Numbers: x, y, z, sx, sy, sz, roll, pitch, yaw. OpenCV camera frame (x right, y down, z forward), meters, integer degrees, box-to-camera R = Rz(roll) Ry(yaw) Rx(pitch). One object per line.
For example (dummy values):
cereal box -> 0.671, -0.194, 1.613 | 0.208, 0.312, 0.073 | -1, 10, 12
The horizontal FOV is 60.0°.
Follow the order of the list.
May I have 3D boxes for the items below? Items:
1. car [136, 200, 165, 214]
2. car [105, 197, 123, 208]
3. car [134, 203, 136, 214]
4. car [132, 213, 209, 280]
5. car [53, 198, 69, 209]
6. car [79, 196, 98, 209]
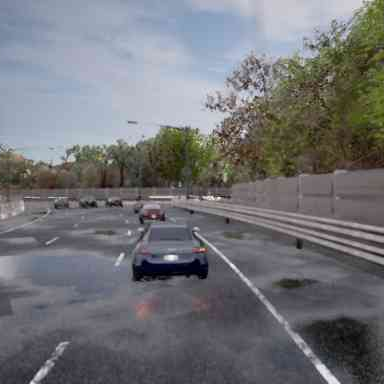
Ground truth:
car -> -3.123, 1.521, 25.502 | 1.812, 1.442, 4.674 | 0, 0, -11
car -> -11.441, 1.526, 48.508 | 1.837, 1.490, 4.892 | 0, 0, -26
car -> -5.099, 1.563, 35.317 | 1.994, 1.385, 4.181 | 0, 0, -11
car -> -0.694, 1.559, 10.034 | 1.994, 1.385, 4.181 | 0, 0, -5
car -> -18.814, 1.552, 47.661 | 2.128, 1.511, 4.902 | 0, 0, -26
car -> -14.924, 1.392, 47.630 | 2.097, 1.767, 4.553 | 0, 0, -26
